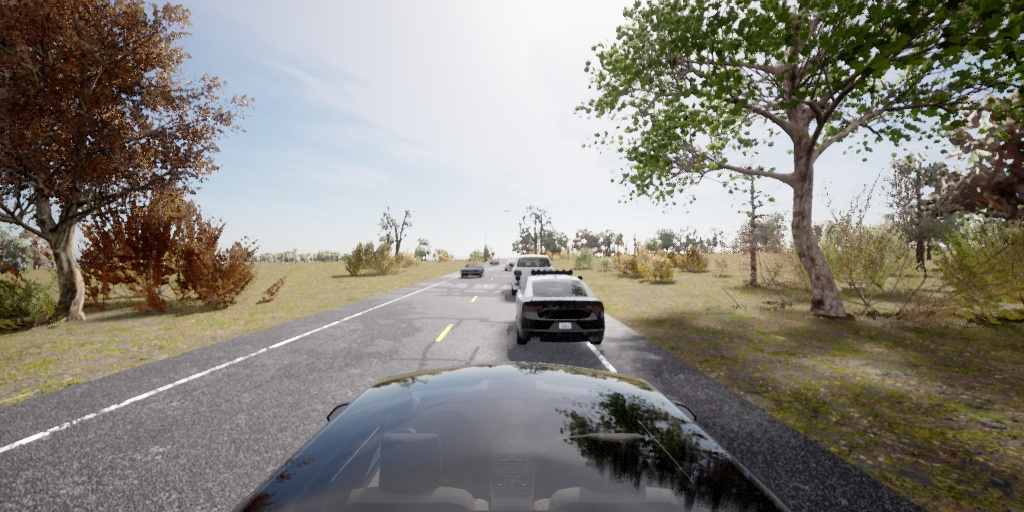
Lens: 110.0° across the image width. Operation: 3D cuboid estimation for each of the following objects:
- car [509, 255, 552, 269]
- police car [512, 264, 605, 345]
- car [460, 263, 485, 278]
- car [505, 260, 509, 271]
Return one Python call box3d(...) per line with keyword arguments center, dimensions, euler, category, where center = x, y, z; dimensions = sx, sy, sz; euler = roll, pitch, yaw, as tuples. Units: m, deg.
box3d(center=(1.052, 0.971, 19.569), dimensions=(2.150, 2.045, 5.566), euler=(0, 0, 0), category="car")
box3d(center=(1.051, 1.174, 9.648), dimensions=(1.930, 1.638, 5.238), euler=(0, 0, 0), category="police car")
box3d(center=(-3.598, 1.343, 33.263), dimensions=(1.895, 1.301, 4.718), euler=(0, 0, 0), category="car")
box3d(center=(0.041, 1.264, 48.268), dimensions=(1.812, 1.442, 4.674), euler=(0, 0, 1), category="car")
